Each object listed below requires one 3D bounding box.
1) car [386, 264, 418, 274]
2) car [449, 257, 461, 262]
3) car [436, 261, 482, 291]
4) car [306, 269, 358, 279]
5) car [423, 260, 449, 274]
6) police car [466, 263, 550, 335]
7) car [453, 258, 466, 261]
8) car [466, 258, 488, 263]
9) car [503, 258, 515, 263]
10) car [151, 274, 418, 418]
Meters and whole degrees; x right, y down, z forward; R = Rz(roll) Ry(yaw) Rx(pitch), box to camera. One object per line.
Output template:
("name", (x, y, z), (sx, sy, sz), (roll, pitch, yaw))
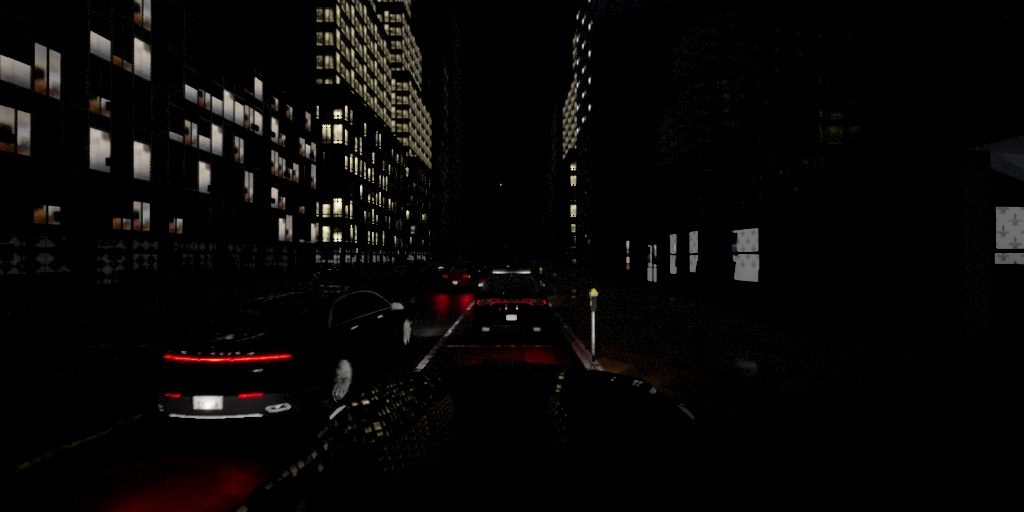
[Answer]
("car", (-8.835, 1.325, 29.033), (1.802, 1.307, 4.207), (0, 0, 0))
("car", (-8.836, 1.273, 51.803), (1.888, 1.381, 4.507), (0, 0, 0))
("car", (-3.093, 1.271, 21.915), (1.812, 1.442, 4.674), (0, 0, 0))
("car", (-8.836, 1.313, 17.650), (1.948, 1.339, 4.313), (0, 0, 0))
("car", (-8.836, 1.286, 40.419), (2.007, 1.370, 4.403), (0, 0, 0))
("police car", (-0.012, 1.174, 10.609), (1.930, 1.638, 5.238), (0, 0, 0))
("car", (-6.173, 1.278, 48.224), (2.033, 1.411, 5.357), (0, 0, 1))
("car", (-3.099, 1.230, 36.238), (2.128, 1.511, 4.902), (0, 0, 0))
("car", (-0.455, 1.298, 46.099), (1.948, 1.339, 4.313), (0, 0, 0))
("car", (-3.145, 1.256, 6.131), (1.837, 1.490, 4.892), (0, 0, 0))
